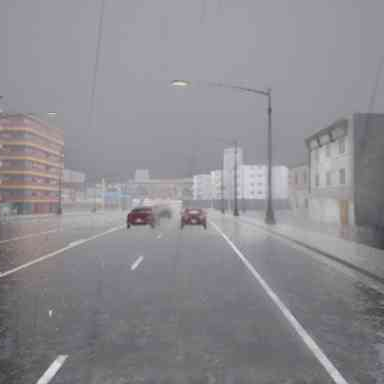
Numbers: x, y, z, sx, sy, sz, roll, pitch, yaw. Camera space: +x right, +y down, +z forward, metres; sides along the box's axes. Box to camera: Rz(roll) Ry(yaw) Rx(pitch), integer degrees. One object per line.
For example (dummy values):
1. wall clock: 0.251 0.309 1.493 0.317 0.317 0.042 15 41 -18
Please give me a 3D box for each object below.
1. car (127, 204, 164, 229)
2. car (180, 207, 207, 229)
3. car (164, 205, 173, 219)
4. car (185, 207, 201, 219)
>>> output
1. car: -3.442 1.779 24.198 1.882 1.535 5.008 0 -2 0
2. car: 0.107 1.817 23.860 1.812 1.442 4.674 0 -2 0
3. car: -3.413 2.256 38.996 2.097 1.767 4.553 0 -3 0
4. car: 0.093 2.482 40.129 1.812 1.442 4.674 0 -2 0
